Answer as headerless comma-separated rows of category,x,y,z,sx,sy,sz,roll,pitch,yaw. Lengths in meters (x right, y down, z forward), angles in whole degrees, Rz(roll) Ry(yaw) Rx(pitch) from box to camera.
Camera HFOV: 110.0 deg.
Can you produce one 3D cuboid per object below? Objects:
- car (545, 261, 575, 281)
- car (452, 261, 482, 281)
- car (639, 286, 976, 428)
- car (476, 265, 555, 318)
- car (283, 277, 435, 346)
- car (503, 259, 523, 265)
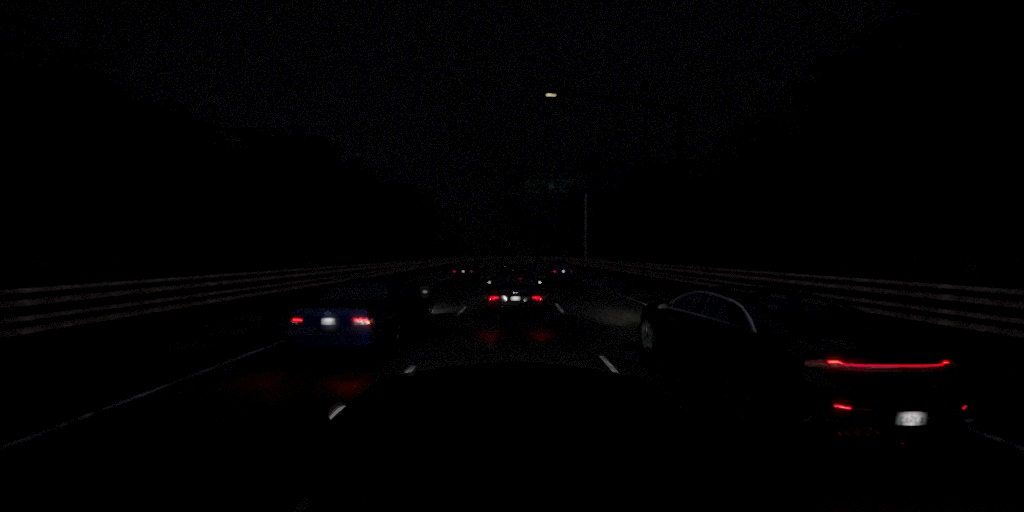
car,3.594,1.108,27.544,2.033,1.411,5.357,0,0,0
car,-3.406,1.108,27.549,2.033,1.411,5.357,0,0,0
car,3.582,1.213,5.631,2.128,1.511,4.902,0,1,0
car,0.097,1.215,12.534,2.033,1.411,5.357,0,0,0
car,-3.406,1.240,9.161,2.033,1.411,5.357,0,0,0
car,0.093,1.043,33.897,1.812,1.442,4.674,0,0,0
